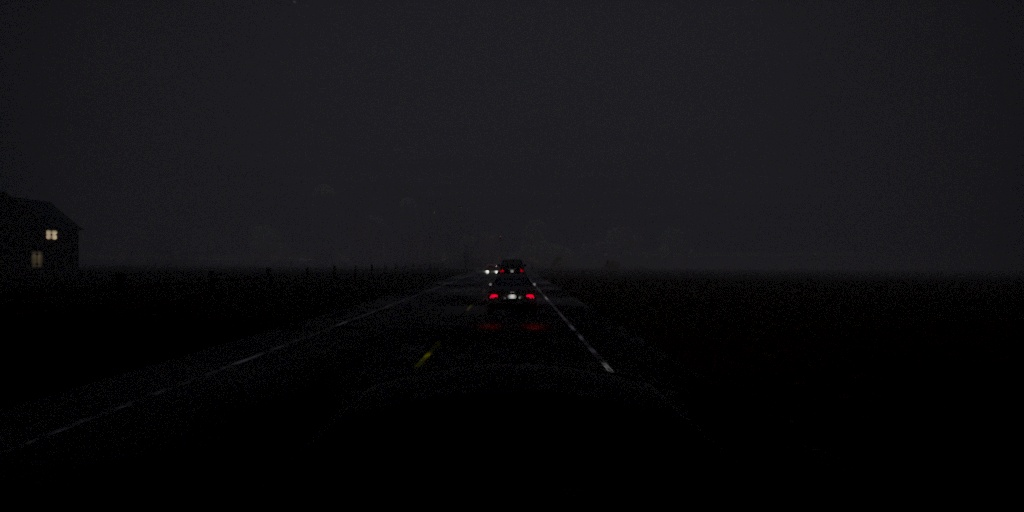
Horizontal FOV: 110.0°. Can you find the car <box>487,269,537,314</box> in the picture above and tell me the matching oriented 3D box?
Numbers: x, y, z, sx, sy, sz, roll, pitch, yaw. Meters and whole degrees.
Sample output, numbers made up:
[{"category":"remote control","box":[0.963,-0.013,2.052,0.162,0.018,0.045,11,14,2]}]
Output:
[{"category":"car","box":[0.014,1.420,14.385,2.033,1.411,5.357,0,-1,0]}]

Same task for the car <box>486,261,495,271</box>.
[{"category":"car","box":[-3.498,1.665,63.478,2.097,1.767,4.553,0,0,0]}]

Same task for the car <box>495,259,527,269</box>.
[{"category":"car","box":[0.019,1.238,29.418,2.150,2.045,5.566,0,0,0]}]
